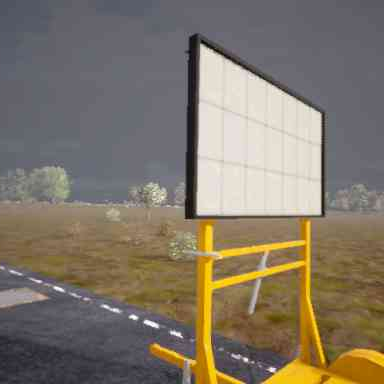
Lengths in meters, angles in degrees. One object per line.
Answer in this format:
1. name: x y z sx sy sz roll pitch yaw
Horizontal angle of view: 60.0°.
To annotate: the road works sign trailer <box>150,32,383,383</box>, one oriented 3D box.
1. road works sign trailer: 0.590 0.653 3.309 2.880 3.560 2.380 -1 -4 42
